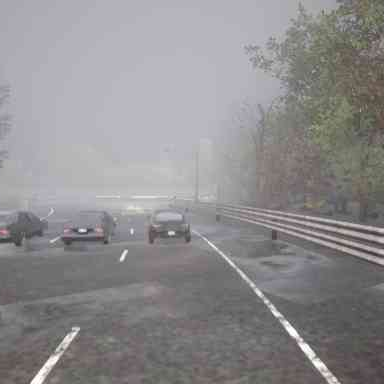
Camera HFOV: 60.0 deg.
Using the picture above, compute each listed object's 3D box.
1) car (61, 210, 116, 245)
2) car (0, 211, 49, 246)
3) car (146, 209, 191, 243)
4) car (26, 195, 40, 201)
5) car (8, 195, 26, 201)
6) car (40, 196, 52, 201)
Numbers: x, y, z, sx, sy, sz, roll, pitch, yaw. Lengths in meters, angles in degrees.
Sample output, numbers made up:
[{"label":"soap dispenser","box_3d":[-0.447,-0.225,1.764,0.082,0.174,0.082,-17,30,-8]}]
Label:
[{"label":"car","box_3d":[-4.644,1.561,15.517,2.033,1.411,5.357,0,0,-8]},{"label":"car","box_3d":[-8.108,1.561,15.015,2.033,1.411,5.357,0,0,-8]},{"label":"car","box_3d":[-1.180,1.531,16.018,1.812,1.442,4.674,0,0,-8]},{"label":"car","box_3d":[-39.798,1.516,81.588,4.181,1.385,1.994,0,0,40]},{"label":"car","box_3d":[-42.142,1.492,78.989,4.902,1.511,2.128,0,0,40]},{"label":"car","box_3d":[-37.477,1.554,84.207,4.718,1.301,1.895,0,0,40]}]
